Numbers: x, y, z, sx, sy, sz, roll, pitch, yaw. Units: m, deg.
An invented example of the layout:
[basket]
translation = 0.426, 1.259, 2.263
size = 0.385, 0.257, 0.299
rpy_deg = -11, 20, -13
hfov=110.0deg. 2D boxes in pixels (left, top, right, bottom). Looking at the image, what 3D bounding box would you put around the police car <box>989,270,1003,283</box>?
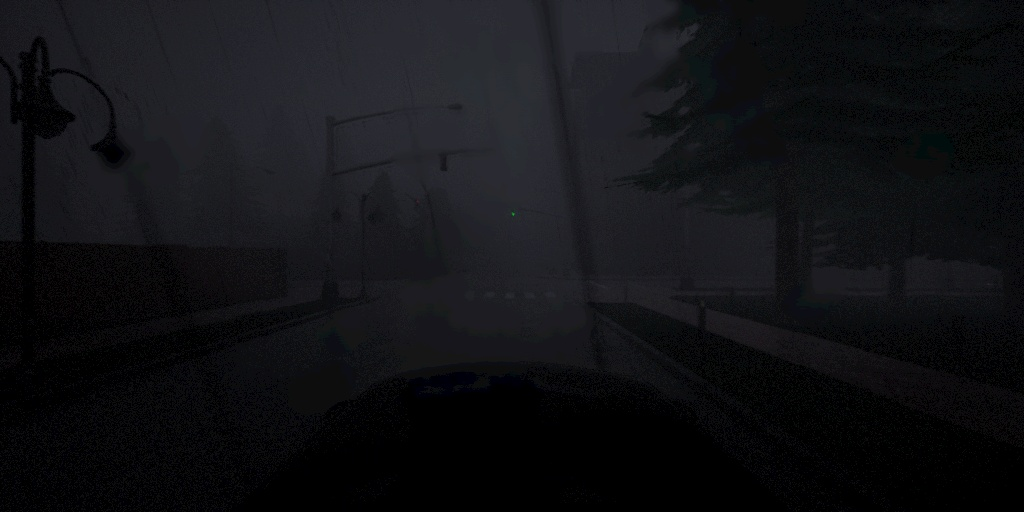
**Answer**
[police car]
translation = 39.445, 1.333, 27.218
size = 4.974, 1.542, 2.038
rpy_deg = 0, 0, 1
